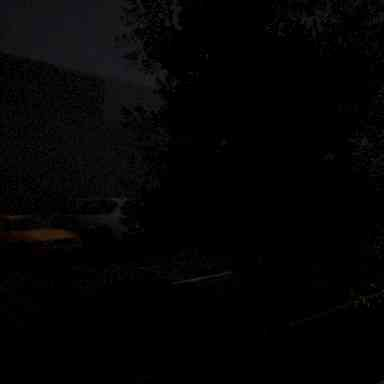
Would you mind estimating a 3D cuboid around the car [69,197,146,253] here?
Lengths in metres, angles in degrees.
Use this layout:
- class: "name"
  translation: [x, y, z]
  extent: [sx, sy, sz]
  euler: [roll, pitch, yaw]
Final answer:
- class: "car"
  translation: [-3.845, 1.233, 13.850]
  extent: [5.566, 2.045, 2.435]
  euler: [-1, 0, 35]

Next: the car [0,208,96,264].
- class: "car"
  translation: [-6.112, 1.485, 11.989]
  extent: [5.366, 1.575, 1.946]
  euler: [-1, -1, 35]
